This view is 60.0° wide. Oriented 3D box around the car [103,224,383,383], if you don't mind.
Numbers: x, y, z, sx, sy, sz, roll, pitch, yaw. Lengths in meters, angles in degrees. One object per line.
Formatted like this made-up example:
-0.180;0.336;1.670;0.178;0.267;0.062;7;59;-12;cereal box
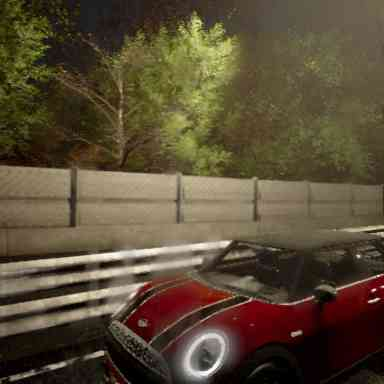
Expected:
1.181;1.375;4.521;4.553;1.767;2.097;0;0;-35;car
